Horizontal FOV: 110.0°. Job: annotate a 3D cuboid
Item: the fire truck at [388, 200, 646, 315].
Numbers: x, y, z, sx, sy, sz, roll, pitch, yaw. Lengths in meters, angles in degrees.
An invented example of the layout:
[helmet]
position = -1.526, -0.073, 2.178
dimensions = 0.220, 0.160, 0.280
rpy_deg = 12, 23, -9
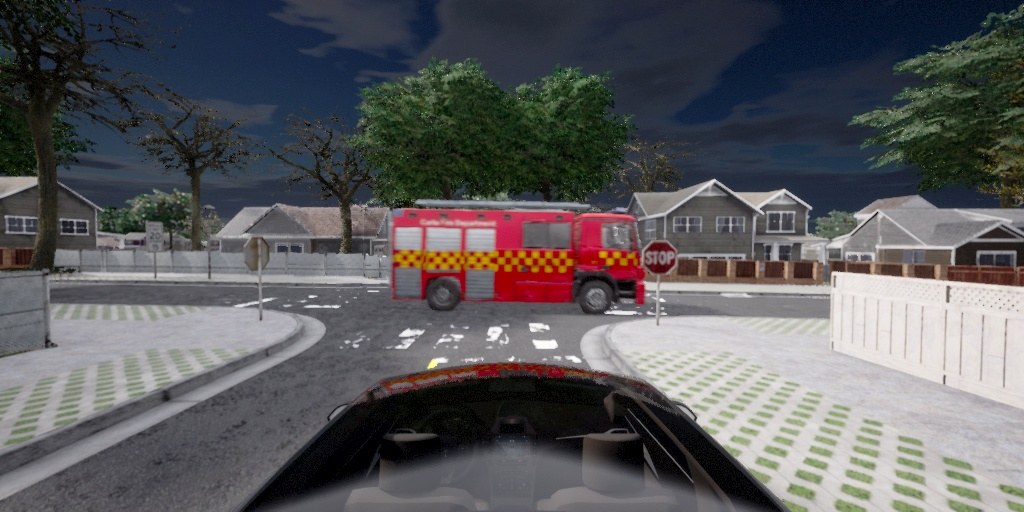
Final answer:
[fire truck]
position = 0.205, -0.057, 13.003
dimensions = 8.468, 3.827, 2.891
rpy_deg = 1, 2, 0
